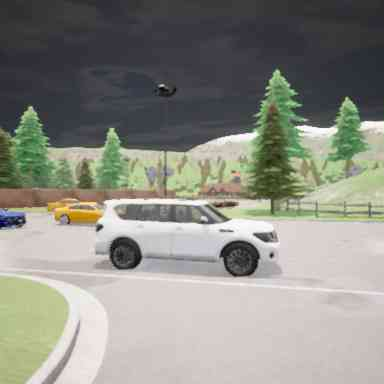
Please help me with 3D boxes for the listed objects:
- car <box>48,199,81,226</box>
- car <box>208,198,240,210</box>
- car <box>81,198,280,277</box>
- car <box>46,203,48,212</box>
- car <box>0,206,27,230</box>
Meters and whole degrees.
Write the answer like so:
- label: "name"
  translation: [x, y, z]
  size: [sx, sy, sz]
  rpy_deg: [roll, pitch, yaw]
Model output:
- label: "car"
  translation: [-6.824, 1.463, 22.561]
  size: [5.008, 1.535, 1.882]
  rpy_deg: [0, 0, 14]
- label: "car"
  translation: [4.333, 1.571, 44.647]
  size: [1.895, 1.301, 4.718]
  rpy_deg: [0, 0, 40]
- label: "car"
  translation: [-0.199, 1.217, 10.116]
  size: [5.566, 2.045, 2.150]
  rpy_deg: [0, 0, 14]
- label: "car"
  translation: [-12.121, 1.457, 33.776]
  size: [5.008, 1.535, 1.882]
  rpy_deg: [0, 0, -17]
- label: "car"
  translation: [-12.594, 1.465, 20.378]
  size: [5.008, 1.535, 1.882]
  rpy_deg: [0, 0, 14]
